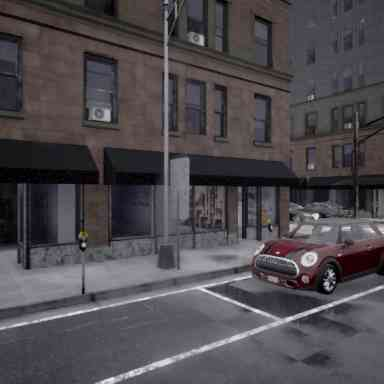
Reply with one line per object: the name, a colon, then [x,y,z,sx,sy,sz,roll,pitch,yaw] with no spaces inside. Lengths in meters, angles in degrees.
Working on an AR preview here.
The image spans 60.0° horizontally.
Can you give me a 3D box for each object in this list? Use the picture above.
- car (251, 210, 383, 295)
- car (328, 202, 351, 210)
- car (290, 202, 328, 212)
car: [3.443,1.440,8.658,4.097,1.590,1.967,0,0,-36]
car: [9.829,1.532,25.686,2.128,1.511,4.902,0,0,-35]
car: [7.045,1.536,24.612,2.128,1.511,4.902,0,0,-35]
